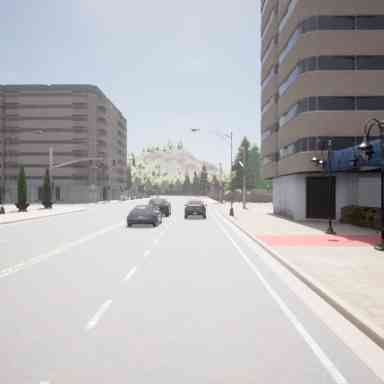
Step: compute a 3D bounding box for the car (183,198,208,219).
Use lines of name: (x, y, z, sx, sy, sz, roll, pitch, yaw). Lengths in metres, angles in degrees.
car: (0.302, 1.505, 29.584, 1.837, 1.490, 4.892, 0, 0, 1)

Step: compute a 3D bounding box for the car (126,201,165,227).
car: (-3.209, 1.564, 22.956, 1.994, 1.385, 4.181, 0, 0, 1)

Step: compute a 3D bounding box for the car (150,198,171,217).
car: (-3.133, 1.352, 31.596, 2.097, 1.767, 4.553, 0, 0, 0)

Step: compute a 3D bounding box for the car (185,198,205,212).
car: (0.332, 1.491, 38.943, 2.128, 1.511, 4.902, 0, 0, 1)
